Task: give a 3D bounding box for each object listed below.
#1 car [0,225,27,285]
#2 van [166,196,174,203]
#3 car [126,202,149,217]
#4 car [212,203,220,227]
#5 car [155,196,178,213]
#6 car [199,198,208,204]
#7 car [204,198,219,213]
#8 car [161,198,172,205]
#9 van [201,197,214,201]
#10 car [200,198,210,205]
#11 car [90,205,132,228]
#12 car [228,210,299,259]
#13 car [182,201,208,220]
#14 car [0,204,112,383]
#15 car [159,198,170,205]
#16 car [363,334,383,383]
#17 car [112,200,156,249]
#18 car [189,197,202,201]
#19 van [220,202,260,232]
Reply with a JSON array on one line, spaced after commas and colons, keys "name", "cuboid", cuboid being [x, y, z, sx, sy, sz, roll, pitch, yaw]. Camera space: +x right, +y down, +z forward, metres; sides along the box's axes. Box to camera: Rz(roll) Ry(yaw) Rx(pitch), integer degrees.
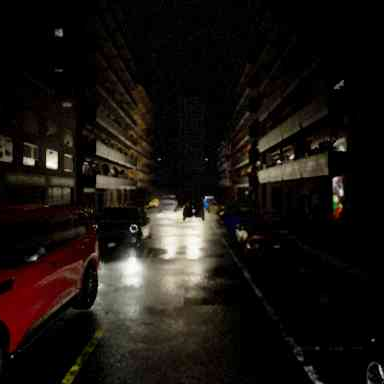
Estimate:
[{"name": "car", "cuboid": [-5.688, 1.609, 7.326, 1.947, 1.339, 4.313, 0, 0, 0]}, {"name": "van", "cuboid": [-5.580, 1.866, 84.655, 1.690, 1.788, 3.998, 0, 0, 0]}, {"name": "car", "cuboid": [-5.648, 1.790, 34.943, 1.802, 1.307, 4.206, 0, 0, 0]}, {"name": "car", "cuboid": [2.717, 1.708, 23.872, 1.947, 1.339, 4.313, 0, 0, 0]}, {"name": "car", "cuboid": [-2.952, 1.476, 41.529, 2.150, 2.045, 5.566, 0, -1, 0]}, {"name": "car", "cuboid": [2.795, 2.040, 79.104, 2.008, 1.369, 4.403, -1, 0, 0]}, {"name": "car", "cuboid": [2.740, 1.769, 40.612, 1.752, 1.417, 4.829, 0, 0, 0]}, {"name": "car", "cuboid": [-5.594, 1.998, 73.606, 1.887, 1.381, 4.507, 0, 0, 0]}, {"name": "van", "cuboid": [2.753, 1.653, 51.490, 1.690, 1.788, 3.998, -1, 0, 0]}, {"name": "car", "cuboid": [2.787, 2.004, 73.581, 2.008, 1.369, 4.403, -1, 0, 0]}, {"name": "car", "cuboid": [-5.664, 1.686, 23.896, 1.887, 1.381, 4.507, 0, 0, 0]}, {"name": "car", "cuboid": [2.701, 1.621, 12.825, 1.887, 1.381, 4.507, 0, 0, 0]}, {"name": "car", "cuboid": [0.145, 1.777, 29.546, 1.895, 1.301, 4.718, 0, 0, 0]}, {"name": "car", "cuboid": [-3.076, 1.253, 5.068, 2.150, 2.045, 5.566, 0, 0, 1]}, {"name": "car", "cuboid": [-5.602, 1.983, 68.082, 1.947, 1.339, 4.313, 0, 0, 0]}, {"name": "car", "cuboid": [2.686, 1.577, 1.778, 1.947, 1.339, 4.313, 0, 0, 0]}, {"name": "car", "cuboid": [-3.062, 1.441, 14.973, 2.097, 1.767, 4.553, 0, 0, 0]}, {"name": "car", "cuboid": [0.139, 1.805, 46.139, 1.812, 1.442, 4.674, 0, -1, 0]}, {"name": "van", "cuboid": [2.707, 1.450, 18.350, 1.690, 1.788, 3.998, 0, 0, 0]}]
